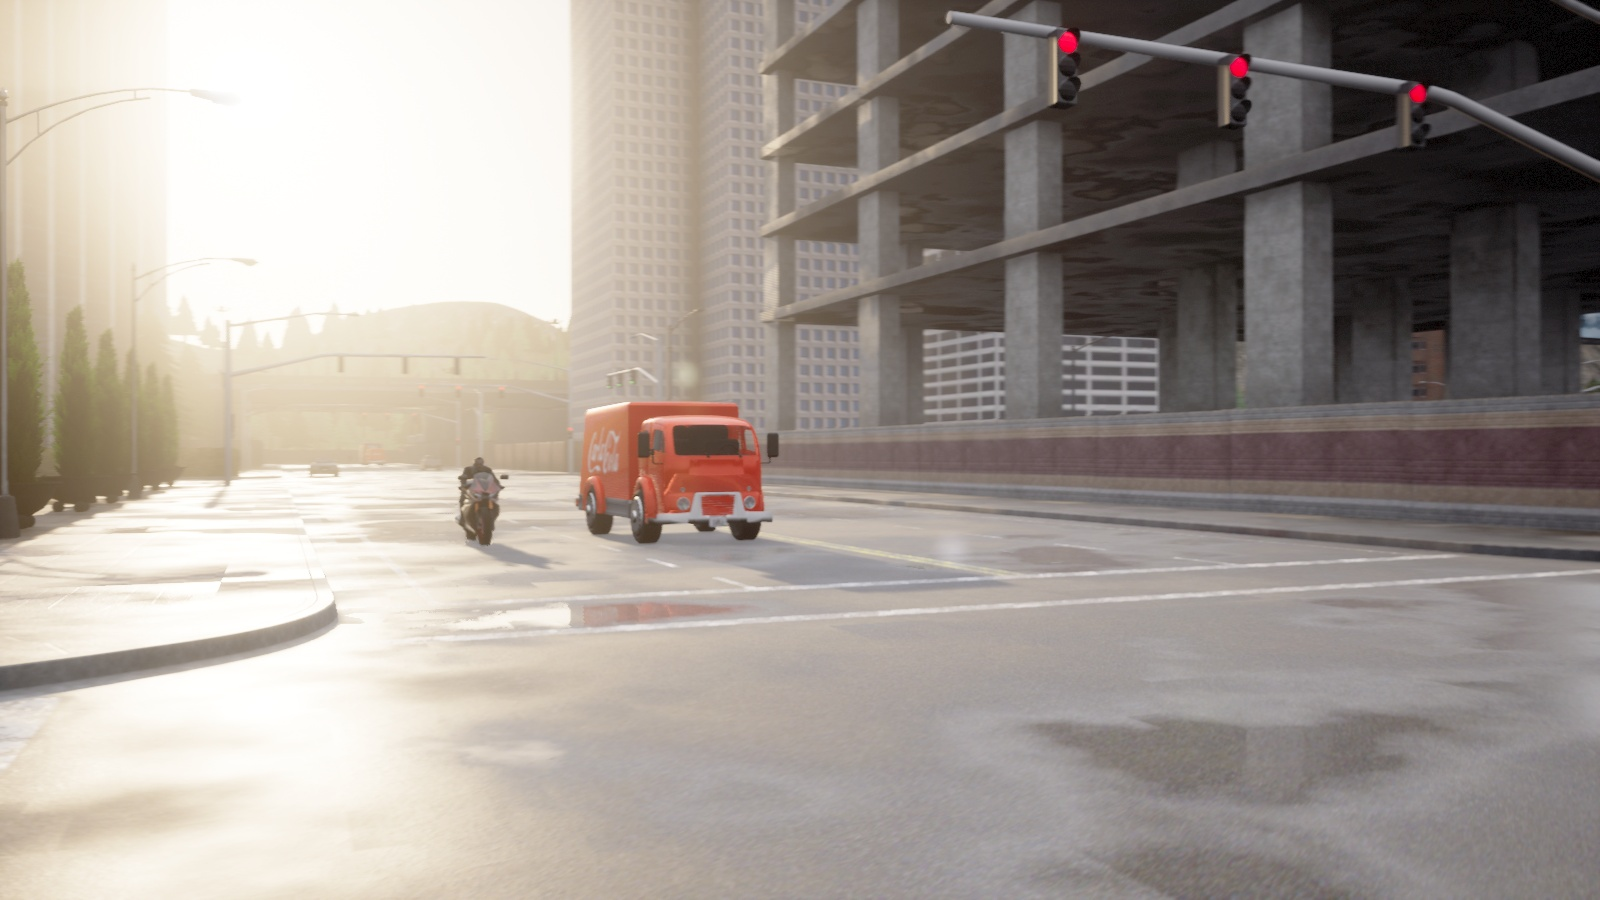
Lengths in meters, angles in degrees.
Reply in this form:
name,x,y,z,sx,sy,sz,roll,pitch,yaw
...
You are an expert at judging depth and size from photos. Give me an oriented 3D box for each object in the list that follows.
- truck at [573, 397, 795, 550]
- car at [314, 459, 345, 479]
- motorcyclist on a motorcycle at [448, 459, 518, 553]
name,x,y,z,sx,sy,sz,roll,pitch,yaw
truck,-2.309,0.381,23.118,2.627,2.467,5.204,0,0,-22
car,-34.067,1.380,90.887,1.994,1.385,4.181,0,0,-22
motorcyclist on a motorcycle,-5.504,0.923,21.695,0.866,1.530,2.191,0,0,-22
